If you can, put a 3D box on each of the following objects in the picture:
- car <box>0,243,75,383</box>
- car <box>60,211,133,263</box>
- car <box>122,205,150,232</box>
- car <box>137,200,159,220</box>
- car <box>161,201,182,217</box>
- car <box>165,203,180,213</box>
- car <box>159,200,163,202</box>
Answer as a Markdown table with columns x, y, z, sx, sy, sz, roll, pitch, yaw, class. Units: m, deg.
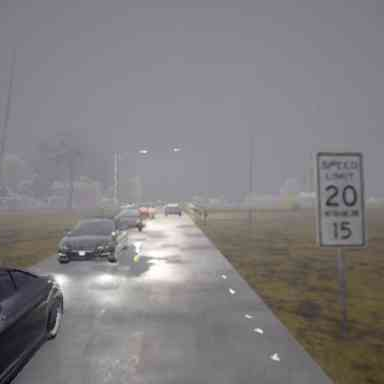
| x | y | z | sx | sy | sz | roll | pitch | yaw | class |
| --- | --- | --- | --- | --- | --- | --- | --- | --- | --- |
| -3.021 | 1.628 | 3.862 | 1.994 | 1.385 | 4.181 | 0 | -1 | -4 | car |
| -3.563 | 1.690 | 12.722 | 1.837 | 1.490 | 4.892 | 0 | -1 | -4 | car |
| -4.187 | 1.858 | 22.855 | 1.812 | 1.442 | 4.674 | 0 | -1 | -3 | car |
| -4.776 | 1.850 | 33.320 | 2.097 | 1.767 | 4.553 | 0 | -1 | -3 | car |
| -2.185 | 2.065 | 38.319 | 2.128 | 1.511 | 4.902 | 0 | -1 | -4 | car |
| -2.824 | 2.309 | 48.727 | 2.033 | 1.411 | 5.357 | 0 | -1 | -4 | car |
| -7.195 | 2.477 | 73.430 | 1.882 | 1.535 | 5.008 | 0 | -1 | -4 | car |
